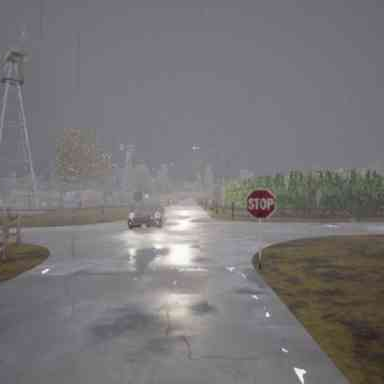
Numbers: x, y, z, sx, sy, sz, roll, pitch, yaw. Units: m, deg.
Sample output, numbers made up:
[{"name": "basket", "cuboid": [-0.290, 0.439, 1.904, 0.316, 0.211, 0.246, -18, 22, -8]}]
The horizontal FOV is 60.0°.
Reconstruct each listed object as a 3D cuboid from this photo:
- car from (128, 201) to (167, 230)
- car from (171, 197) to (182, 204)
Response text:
[{"name": "car", "cuboid": [-2.854, 1.423, 21.871, 2.097, 1.767, 4.553, -1, 0, 0]}, {"name": "car", "cuboid": [-3.018, 1.678, 64.488, 2.097, 1.767, 4.553, 0, -1, 0]}]
